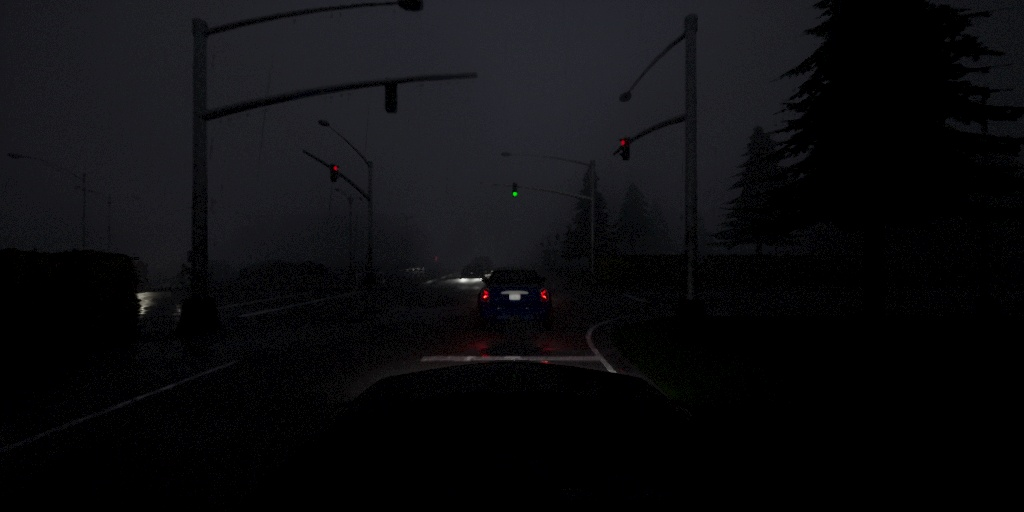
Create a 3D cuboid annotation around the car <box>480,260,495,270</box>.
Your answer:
[{"bbox_3d":[-3.654,1.319,54.011,1.882,1.535,5.008,0,0,0],"label":"car"}]

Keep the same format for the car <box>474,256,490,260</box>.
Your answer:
[{"bbox_3d":[-3.676,1.045,43.714,2.150,2.045,5.566,0,0,0],"label":"car"}]

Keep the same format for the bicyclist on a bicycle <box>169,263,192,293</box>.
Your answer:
[{"bbox_3d":[-18.134,1.237,19.970,0.582,1.620,1.656,0,0,13],"label":"bicyclist on a bicycle"}]

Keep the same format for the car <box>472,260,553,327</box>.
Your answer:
[{"bbox_3d":[0.077,1.119,11.682,2.097,1.767,4.553,0,0,0],"label":"car"}]

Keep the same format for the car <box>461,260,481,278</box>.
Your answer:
[{"bbox_3d":[-3.662,1.370,34.260,1.994,1.385,4.181,0,0,0],"label":"car"}]

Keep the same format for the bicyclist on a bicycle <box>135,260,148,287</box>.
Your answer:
[{"bbox_3d":[-22.714,1.088,22.000,0.582,1.620,1.656,0,0,-33],"label":"bicyclist on a bicycle"}]
